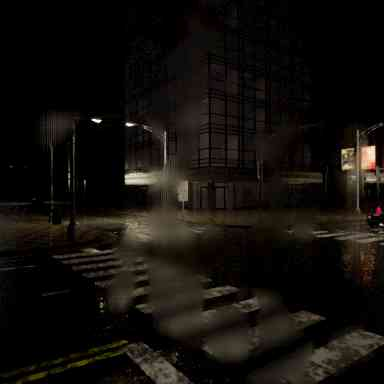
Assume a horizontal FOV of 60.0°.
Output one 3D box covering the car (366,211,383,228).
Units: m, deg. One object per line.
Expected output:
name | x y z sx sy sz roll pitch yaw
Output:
car | 12.949 1.605 20.809 4.718 1.301 1.895 0 0 -35

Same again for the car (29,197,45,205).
car | -28.678 1.688 61.458 2.033 1.411 5.357 0 0 -36
